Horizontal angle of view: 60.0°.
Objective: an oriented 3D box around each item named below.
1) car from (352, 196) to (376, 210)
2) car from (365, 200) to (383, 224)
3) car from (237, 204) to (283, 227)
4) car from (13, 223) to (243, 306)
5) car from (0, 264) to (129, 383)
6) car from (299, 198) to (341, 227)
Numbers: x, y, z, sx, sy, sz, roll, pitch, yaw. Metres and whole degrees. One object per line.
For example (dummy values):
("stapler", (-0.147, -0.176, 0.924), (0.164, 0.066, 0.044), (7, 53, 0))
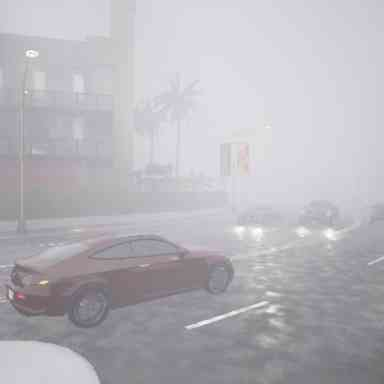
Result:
("car", (22.299, 1.508, 42.737), (1.812, 1.442, 4.674), (0, 0, 3))
("car", (13.960, 1.539, 24.245), (2.033, 1.411, 5.357), (0, 0, 28))
("car", (4.784, 1.550, 23.120), (1.994, 1.385, 4.181), (0, 0, 36))
("car", (-1.197, 1.520, 6.945), (4.674, 1.442, 1.812), (0, 0, -38))
("car", (-2.744, 1.523, 1.514), (4.674, 1.442, 1.812), (0, 0, -35))
("car", (8.904, 1.341, 22.977), (2.097, 1.767, 4.553), (0, 0, 31))
